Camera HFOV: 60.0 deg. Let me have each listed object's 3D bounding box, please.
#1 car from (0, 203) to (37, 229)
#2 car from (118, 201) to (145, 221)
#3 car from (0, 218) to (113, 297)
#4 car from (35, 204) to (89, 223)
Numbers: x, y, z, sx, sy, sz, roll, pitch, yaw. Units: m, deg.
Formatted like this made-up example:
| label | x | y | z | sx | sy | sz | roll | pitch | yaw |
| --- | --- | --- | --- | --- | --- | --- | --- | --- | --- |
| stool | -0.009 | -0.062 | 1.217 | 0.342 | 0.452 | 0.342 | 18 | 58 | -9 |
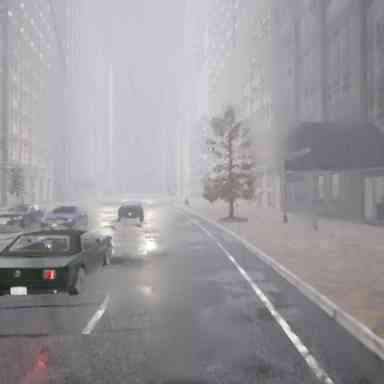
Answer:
| label | x | y | z | sx | sy | sz | roll | pitch | yaw |
| --- | --- | --- | --- | --- | --- | --- | --- | --- | --- |
| car | -10.846 | 1.486 | 21.250 | 2.128 | 1.511 | 4.902 | 0 | 0 | -5 |
| car | -4.827 | 1.467 | 26.819 | 1.882 | 1.535 | 5.008 | 0 | 0 | -7 |
| car | -3.372 | 1.600 | 8.559 | 1.895 | 1.301 | 4.718 | 0 | 0 | -2 |
| car | -7.496 | 1.518 | 20.045 | 1.812 | 1.442 | 4.674 | 0 | 0 | -4 |
